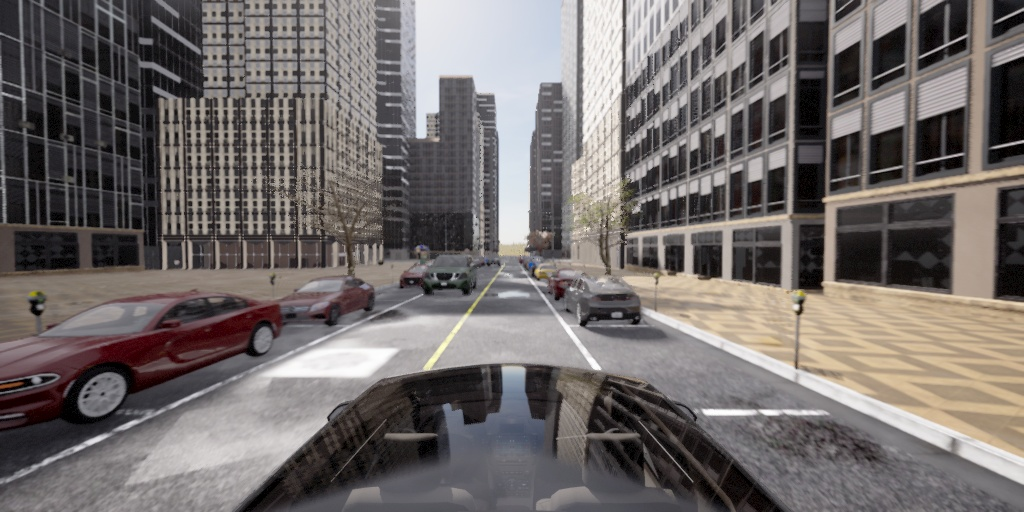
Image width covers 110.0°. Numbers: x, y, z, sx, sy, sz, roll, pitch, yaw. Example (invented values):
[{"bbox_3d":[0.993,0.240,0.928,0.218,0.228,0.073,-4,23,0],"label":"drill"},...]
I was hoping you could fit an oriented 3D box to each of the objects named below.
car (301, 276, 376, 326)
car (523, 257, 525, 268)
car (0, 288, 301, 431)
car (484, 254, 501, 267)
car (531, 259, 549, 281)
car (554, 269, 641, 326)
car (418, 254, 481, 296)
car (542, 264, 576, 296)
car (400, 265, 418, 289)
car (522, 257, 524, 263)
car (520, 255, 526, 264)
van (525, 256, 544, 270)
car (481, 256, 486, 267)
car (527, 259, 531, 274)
[{"bbox_3d":[-5.690,1.296,11.354,1.802,1.307,4.207,0,0,0],"label":"car"},{"bbox_3d":[2.694,1.115,45.274,1.751,1.417,4.829,0,0,0],"label":"car"},{"bbox_3d":[-5.690,1.280,5.729,1.888,1.381,4.507,0,0,0],"label":"car"},{"bbox_3d":[-3.027,0.753,60.547,2.150,2.045,5.566,0,0,1],"label":"car"},{"bbox_3d":[2.693,1.177,28.398,1.751,1.417,4.829,0,0,0],"label":"car"},{"bbox_3d":[2.692,1.265,11.353,2.007,1.370,4.403,0,0,0],"label":"car"},{"bbox_3d":[-3.099,0.907,19.084,2.150,2.045,5.566,0,0,0],"label":"car"},{"bbox_3d":[2.692,1.239,16.978,1.888,1.381,4.507,0,0,0],"label":"car"},{"bbox_3d":[-5.689,1.218,22.604,1.888,1.381,4.507,0,0,0],"label":"car"},{"bbox_3d":[2.694,1.150,50.730,1.802,1.307,4.207,0,0,0],"label":"car"},{"bbox_3d":[2.695,0.987,56.355,1.967,1.591,4.097,0,0,0],"label":"car"},{"bbox_3d":[2.694,0.951,39.479,1.690,1.789,3.998,0,0,0],"label":"van"},{"bbox_3d":[-5.687,1.098,56.355,2.007,1.370,4.403,0,0,0],"label":"car"},{"bbox_3d":[2.693,1.197,33.854,1.948,1.339,4.313,0,0,0],"label":"car"}]
